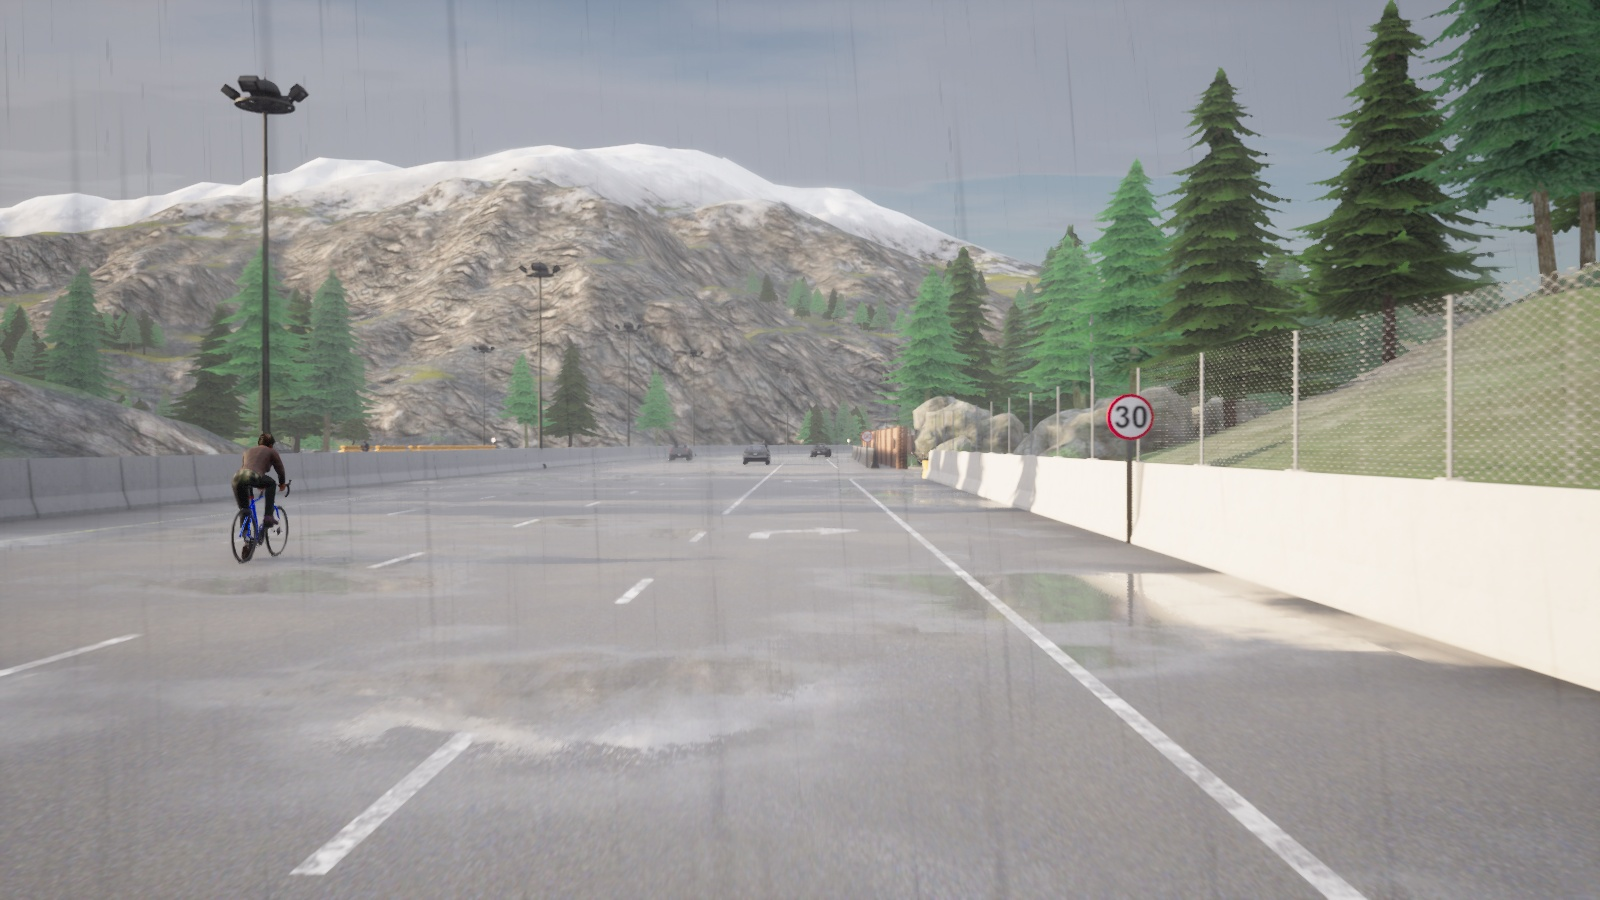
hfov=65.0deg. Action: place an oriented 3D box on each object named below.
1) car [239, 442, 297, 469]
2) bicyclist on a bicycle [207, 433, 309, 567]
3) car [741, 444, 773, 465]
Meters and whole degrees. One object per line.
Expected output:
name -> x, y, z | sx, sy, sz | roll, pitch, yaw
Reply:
car -> -31.067, 0.286, 73.446 | 1.789, 1.549, 3.705 | 0, 0, 0
bicyclist on a bicycle -> -6.893, 0.603, 16.052 | 0.582, 1.620, 1.656 | 0, 0, 0
car -> -2.986, 0.298, 87.541 | 2.033, 1.411, 5.357 | 0, 0, 0
